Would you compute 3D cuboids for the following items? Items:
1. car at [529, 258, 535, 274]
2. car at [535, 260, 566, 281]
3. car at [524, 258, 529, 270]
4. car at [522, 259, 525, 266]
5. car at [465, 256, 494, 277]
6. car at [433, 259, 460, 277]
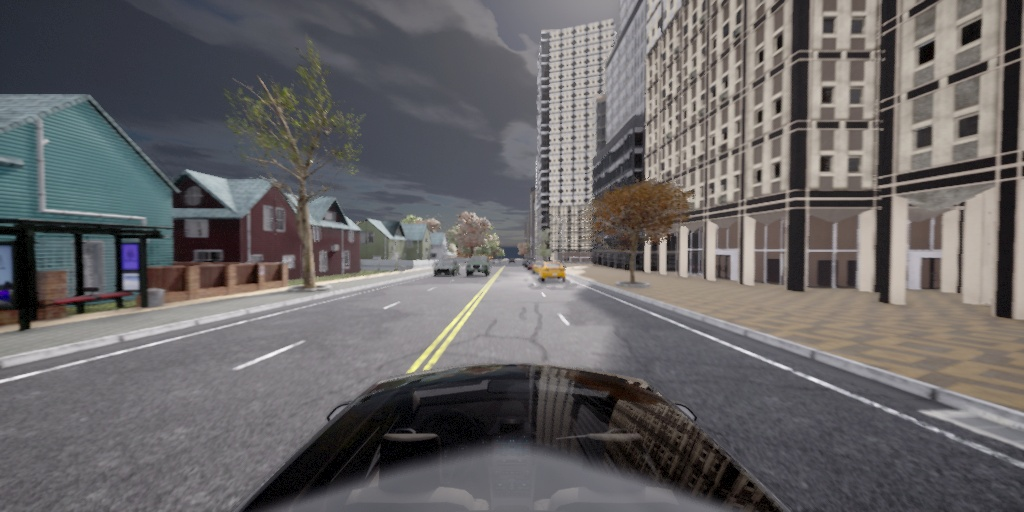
[{"bbox_3d":[3.246,1.227,40.878,1.801,1.575,5.366,0,0,0],"label":"car"},{"bbox_3d":[3.247,1.239,29.684,1.882,1.535,5.008,0,0,0],"label":"car"},{"bbox_3d":[3.245,1.348,51.692,1.994,1.385,4.181,0,0,0],"label":"car"},{"bbox_3d":[3.244,1.234,62.696,2.033,1.649,4.856,0,0,0],"label":"car"},{"bbox_3d":[-3.324,0.991,36.252,2.150,2.045,5.566,0,0,0],"label":"car"},{"bbox_3d":[-6.573,1.117,36.438,2.097,1.767,4.553,0,0,0],"label":"car"}]
